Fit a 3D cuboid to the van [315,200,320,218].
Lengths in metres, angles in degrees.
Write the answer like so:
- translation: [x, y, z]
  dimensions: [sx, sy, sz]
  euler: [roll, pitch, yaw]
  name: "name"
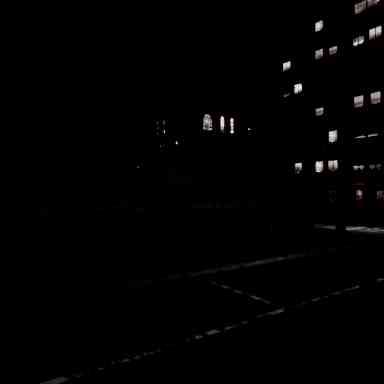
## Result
- translation: [10.486, 1.646, 32.536]
  dimensions: [1.690, 1.788, 3.998]
  euler: [-1, 0, -36]
  name: "van"
